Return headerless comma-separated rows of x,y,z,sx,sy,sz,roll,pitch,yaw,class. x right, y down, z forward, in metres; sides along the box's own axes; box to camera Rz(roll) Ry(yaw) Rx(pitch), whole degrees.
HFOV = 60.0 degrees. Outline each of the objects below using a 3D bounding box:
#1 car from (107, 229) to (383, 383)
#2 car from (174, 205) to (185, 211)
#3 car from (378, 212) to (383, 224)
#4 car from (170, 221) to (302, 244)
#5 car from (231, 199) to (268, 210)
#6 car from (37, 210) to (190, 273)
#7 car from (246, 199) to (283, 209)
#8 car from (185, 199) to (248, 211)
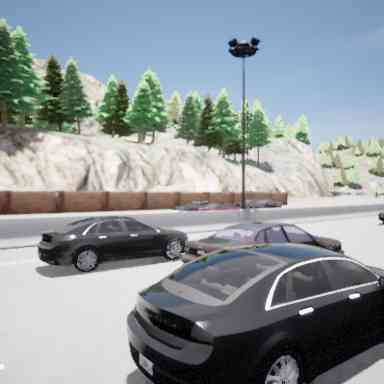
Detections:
1.489,1.518,4.841,4.892,1.490,1.837,0,0,-36,car
0.530,1.566,30.526,4.892,1.490,1.837,1,0,-37,car
15.443,1.688,24.069,4.718,1.301,1.895,0,0,-38,car
2.245,1.572,9.710,5.357,1.411,2.033,0,0,-36,car
7.886,1.656,45.239,5.357,1.411,2.033,0,0,-40,car
-2.299,1.519,10.741,4.892,1.490,1.837,0,0,-36,car
9.300,1.653,41.853,5.357,1.411,2.033,0,0,-40,car
2.066,1.584,27.306,4.674,1.442,1.812,0,0,-37,car
